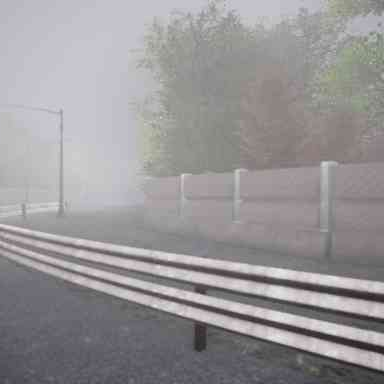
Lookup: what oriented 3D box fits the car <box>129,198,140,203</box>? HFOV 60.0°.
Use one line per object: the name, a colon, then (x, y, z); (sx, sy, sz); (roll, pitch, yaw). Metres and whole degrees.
car: (-14.598, 2.161, 84.324); (1.994, 1.385, 4.181); (0, 0, 4)
